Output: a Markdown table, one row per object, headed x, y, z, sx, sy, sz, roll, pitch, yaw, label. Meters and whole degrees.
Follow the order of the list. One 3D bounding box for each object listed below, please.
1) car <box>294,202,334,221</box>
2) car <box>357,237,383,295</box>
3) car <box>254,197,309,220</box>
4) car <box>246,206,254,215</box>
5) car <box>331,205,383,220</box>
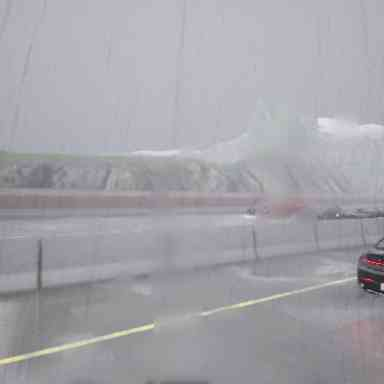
| x | y | z | sx | sy | sz | roll | pitch | yaw | label |
| --- | --- | --- | --- | --- | --- | --- | --- | --- | --- |
| 11.674 | 1.817 | 29.047 | 5.357 | 1.411 | 2.033 | 1 | 0 | -35 | car |
| 5.808 | 1.623 | 7.781 | 4.892 | 1.490 | 1.837 | 0 | 0 | -34 | car |
| 8.876 | 1.449 | 31.370 | 5.566 | 2.045 | 2.150 | 2 | 0 | -35 | car |
| 7.692 | 1.775 | 34.822 | 4.181 | 1.385 | 1.994 | 1 | 0 | -35 | car |
| 13.242 | 1.891 | 25.884 | 4.718 | 1.301 | 1.895 | 1 | 0 | -35 | car |
